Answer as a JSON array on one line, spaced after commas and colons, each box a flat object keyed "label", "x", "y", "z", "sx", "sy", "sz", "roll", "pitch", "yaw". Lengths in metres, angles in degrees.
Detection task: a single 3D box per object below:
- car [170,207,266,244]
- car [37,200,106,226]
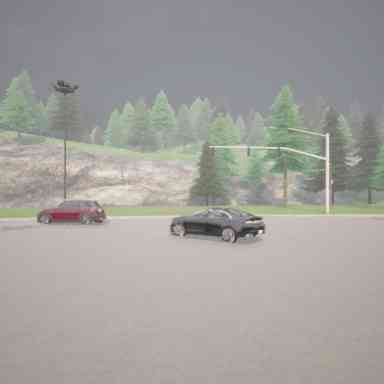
[{"label": "car", "x": 1.064, "y": 1.491, "z": 15.857, "sx": 4.902, "sy": 1.511, "sz": 2.128, "roll": 0, "pitch": 0, "yaw": 39}, {"label": "car", "x": -8.455, "y": 1.352, "z": 23.333, "sx": 4.553, "sy": 1.767, "sz": 2.097, "roll": 0, "pitch": 0, "yaw": 10}]
